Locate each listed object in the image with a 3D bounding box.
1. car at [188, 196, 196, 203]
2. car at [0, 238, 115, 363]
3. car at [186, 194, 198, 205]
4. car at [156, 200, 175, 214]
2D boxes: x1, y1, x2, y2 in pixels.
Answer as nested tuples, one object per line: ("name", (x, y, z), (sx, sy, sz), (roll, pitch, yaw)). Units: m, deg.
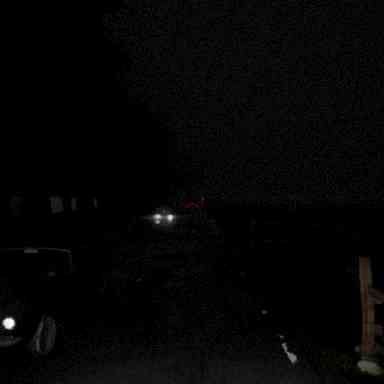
("car", (-0.015, 1.563, 73.782), (1.837, 1.490, 4.892), (0, 0, 0))
("car", (-2.843, 1.601, 5.995), (1.895, 1.301, 4.718), (0, 0, 0))
("car", (-0.013, 1.402, 63.061), (2.150, 2.045, 5.566), (0, 0, 0))
("car", (-2.759, 1.603, 35.670), (2.033, 1.411, 5.357), (0, 0, 0))
